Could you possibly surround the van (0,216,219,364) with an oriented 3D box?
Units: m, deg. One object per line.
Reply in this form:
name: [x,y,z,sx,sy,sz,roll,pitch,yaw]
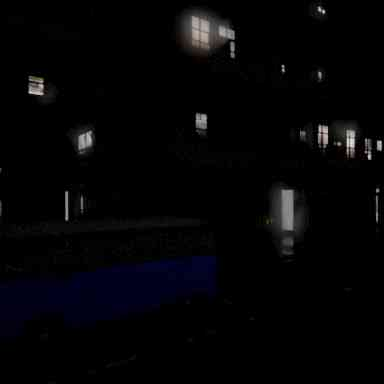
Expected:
van: [-1.416,1.341,5.555,3.998,1.788,1.690,0,0,-35]
